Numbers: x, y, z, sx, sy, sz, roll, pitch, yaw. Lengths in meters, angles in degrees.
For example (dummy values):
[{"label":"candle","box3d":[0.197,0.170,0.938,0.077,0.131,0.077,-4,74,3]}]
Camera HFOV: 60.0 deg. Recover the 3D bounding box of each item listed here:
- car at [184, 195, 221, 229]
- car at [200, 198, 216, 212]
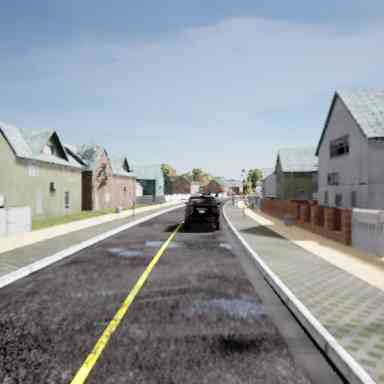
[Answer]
[{"label":"car","box3d":[0.695,1.225,21.733,2.150,2.045,5.566,0,0,3]},{"label":"car","box3d":[2.006,1.531,40.211,1.812,1.442,4.674,0,0,5]}]
